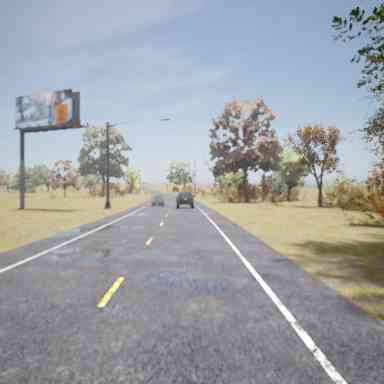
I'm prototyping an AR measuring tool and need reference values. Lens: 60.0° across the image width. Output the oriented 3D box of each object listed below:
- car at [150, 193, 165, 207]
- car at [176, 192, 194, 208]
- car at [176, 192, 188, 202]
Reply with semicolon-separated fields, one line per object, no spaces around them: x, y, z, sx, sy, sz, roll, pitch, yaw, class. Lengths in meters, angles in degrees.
-4.756;1.247;46.615;1.837;1.490;4.892;0;1;-3;car
-0.921;0.982;43.432;2.150;2.045;5.566;0;0;-3;car
-1.982;0.987;62.693;2.097;1.767;4.553;0;0;-4;car
